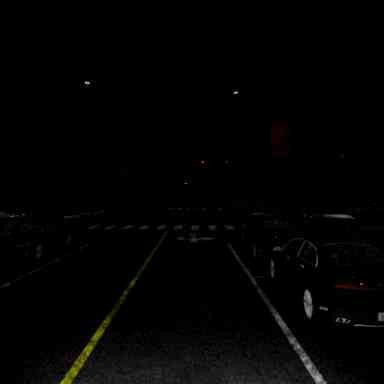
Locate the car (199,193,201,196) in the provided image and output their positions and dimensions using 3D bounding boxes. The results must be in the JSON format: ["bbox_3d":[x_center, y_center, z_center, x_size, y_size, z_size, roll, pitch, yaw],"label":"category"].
[{"bbox_3d":[3.788,1.412,92.685,1.967,1.590,4.097,0,0,1],"label":"car"}]

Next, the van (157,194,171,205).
[{"bbox_3d":[-5.210,1.318,59.730,1.690,1.788,3.998,0,0,1],"label":"van"}]

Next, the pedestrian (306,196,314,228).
[{"bbox_3d":[6.765,1.130,19.168,0.375,1.860,0.375,0,0,0],"label":"pedestrian"}]

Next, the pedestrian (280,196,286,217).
[{"bbox_3d":[5.569,1.130,20.376,0.375,1.860,0.375,0,0,0],"label":"pedestrian"}]

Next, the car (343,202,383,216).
[{"bbox_3d":[19.790,1.882,37.184,4.892,1.490,1.837,1,0,1],"label":"car"}]

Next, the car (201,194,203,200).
[{"bbox_3d":[3.393,1.526,65.122,2.008,1.369,4.403,0,0,1],"label":"car"}]

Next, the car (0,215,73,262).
[{"bbox_3d":[-5.700,1.544,11.964,2.008,1.369,4.403,0,0,0],"label":"car"}]

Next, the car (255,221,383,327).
[{"bbox_3d":[2.799,1.546,6.924,2.008,1.369,4.403,0,0,0],"label":"car"}]

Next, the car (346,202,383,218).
[{"bbox_3d":[18.568,1.876,33.927,4.674,1.442,1.812,1,0,0],"label":"car"}]

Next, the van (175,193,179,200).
[{"bbox_3d":[-4.894,1.314,81.778,1.690,1.788,3.998,0,0,1],"label":"van"}]

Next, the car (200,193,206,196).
[{"bbox_3d":[3.472,1.290,70.635,2.192,1.841,5.009,0,0,1],"label":"car"}]

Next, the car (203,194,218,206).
[{"bbox_3d":[3.235,1.528,54.097,2.008,1.369,4.403,0,0,1],"label":"car"}]

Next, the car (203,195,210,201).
[{"bbox_3d":[3.711,1.498,87.343,1.752,1.417,4.829,0,0,1],"label":"car"}]

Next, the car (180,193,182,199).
[{"bbox_3d":[-4.736,1.287,92.802,2.192,1.841,5.009,0,0,1],"label":"car"}]

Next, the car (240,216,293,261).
[{"bbox_3d":[2.825,1.544,11.916,2.008,1.369,4.403,0,0,0],"label":"car"}]

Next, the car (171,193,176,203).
[{"bbox_3d":[-5.053,1.541,70.753,1.947,1.339,4.313,0,0,1],"label":"car"}]

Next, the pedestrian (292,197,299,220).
[{"bbox_3d":[6.142,1.128,19.773,0.375,1.860,0.375,0,0,0],"label":"pedestrian"}]
